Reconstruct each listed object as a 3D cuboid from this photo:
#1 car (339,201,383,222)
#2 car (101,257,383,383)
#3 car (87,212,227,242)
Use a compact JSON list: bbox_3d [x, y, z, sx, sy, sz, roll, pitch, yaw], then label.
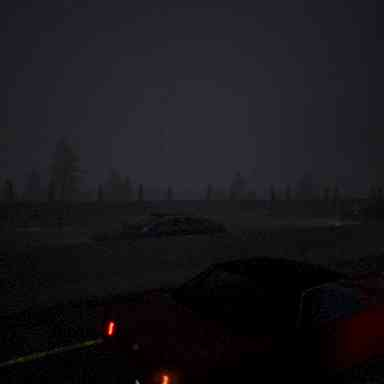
[{"bbox_3d":[14.102,1.483,26.614,5.008,1.535,1.882,0,0,-21],"label":"car"},{"bbox_3d":[1.367,1.592,4.470,4.718,1.301,1.895,0,0,-33],"label":"car"},{"bbox_3d":[-1.057,1.464,11.377,4.902,1.511,2.128,0,0,-31],"label":"car"}]
